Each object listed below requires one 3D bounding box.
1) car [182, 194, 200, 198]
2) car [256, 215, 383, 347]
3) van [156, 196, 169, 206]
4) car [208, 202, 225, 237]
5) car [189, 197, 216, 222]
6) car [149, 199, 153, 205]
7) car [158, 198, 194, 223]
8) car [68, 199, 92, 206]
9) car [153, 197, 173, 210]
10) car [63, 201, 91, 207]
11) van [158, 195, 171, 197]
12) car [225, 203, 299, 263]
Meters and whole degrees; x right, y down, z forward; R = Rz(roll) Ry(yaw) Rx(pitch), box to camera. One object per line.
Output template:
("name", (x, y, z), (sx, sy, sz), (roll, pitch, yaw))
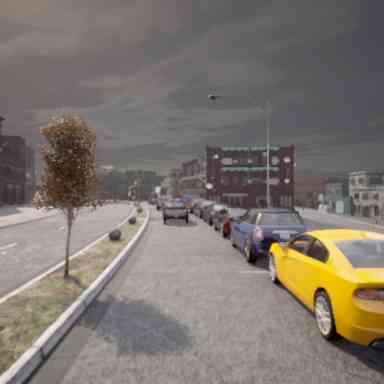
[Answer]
("car", (0.602, 1.327, 34.268), (2.185, 1.767, 4.553), (0, 0, -7))
("car", (2.910, 1.468, 6.547), (2.097, 1.535, 5.008), (0, 0, -1))
("van", (-5.931, 1.780, 67.011), (1.878, 1.987, 4.442), (0, -1, -14))
("car", (2.328, 1.482, 17.784), (2.163, 1.488, 4.792), (0, 0, -4))
("car", (1.312, 1.441, 28.677), (2.231, 1.521, 4.892), (0, 0, -6))
("car", (-7.364, 2.196, 72.271), (2.163, 1.488, 4.792), (0, -2, -15))
("car", (-1.300, 1.456, 25.077), (2.128, 1.511, 4.902), (0, 0, -5))
("car", (-26.643, 2.523, 78.946), (5.366, 1.575, 1.946), (0, -2, -18))
("car", (-3.607, 1.640, 42.178), (1.895, 1.301, 4.718), (0, -1, -10))
("car", (-20.622, 1.626, 57.826), (5.566, 2.045, 2.435), (0, -1, -13))
("van", (-4.572, 1.632, 61.644), (1.878, 1.987, 4.442), (0, -1, -13))
("car", (2.690, 1.335, 12.067), (2.185, 1.767, 4.553), (0, 0, -2))
